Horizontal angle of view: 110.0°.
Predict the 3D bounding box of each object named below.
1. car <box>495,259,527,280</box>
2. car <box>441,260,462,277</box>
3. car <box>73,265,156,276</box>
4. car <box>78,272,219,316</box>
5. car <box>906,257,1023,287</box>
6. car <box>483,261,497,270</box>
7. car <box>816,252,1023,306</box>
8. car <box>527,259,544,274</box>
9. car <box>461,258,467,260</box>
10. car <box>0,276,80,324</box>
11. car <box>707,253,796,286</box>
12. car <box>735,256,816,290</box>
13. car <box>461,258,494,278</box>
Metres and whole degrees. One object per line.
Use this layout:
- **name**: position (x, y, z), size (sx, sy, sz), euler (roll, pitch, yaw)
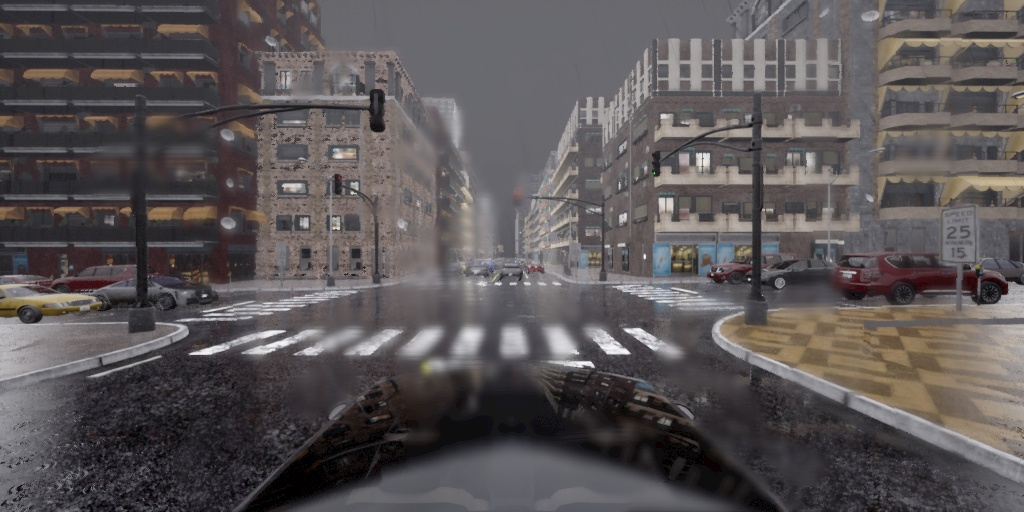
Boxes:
- **car**: position (-0.035, 1.242, 30.632), size (2.128, 1.511, 4.902), euler (0, 0, 2)
- **car**: position (-5.765, 1.317, 35.139), size (1.948, 1.339, 4.313), euler (0, 0, 0)
- **car**: position (-23.642, 1.459, 21.069), size (5.009, 1.841, 2.192), euler (0, 0, -1)
- **car**: position (-15.232, 1.568, 15.401), size (4.181, 1.385, 1.994), euler (-1, 0, -1)
- **car**: position (24.723, 0.804, 19.044), size (5.357, 1.411, 2.033), euler (-1, 0, -1)
- **car**: position (-3.207, 1.357, 53.434), size (1.895, 1.301, 4.718), euler (0, 0, 0)
- **car**: position (14.685, 0.773, 13.141), size (5.009, 1.841, 2.192), euler (0, 0, -1)
- **car**: position (2.603, 1.192, 40.842), size (1.967, 1.591, 4.097), euler (0, 0, 0)
- **car**: position (-5.777, 1.277, 40.651), size (1.751, 1.417, 4.829), euler (0, 0, 0)
- **car**: position (-17.654, 1.584, 12.786), size (4.829, 1.417, 1.751), euler (0, 0, -1)
- **car**: position (14.531, 0.756, 21.520), size (5.009, 1.841, 2.192), euler (0, 0, -1)
- **car**: position (14.933, 0.944, 18.933), size (4.892, 1.490, 1.837), euler (-1, 0, -1)
- **car**: position (-3.172, 1.242, 34.014), size (2.128, 1.511, 4.902), euler (0, 0, 0)
